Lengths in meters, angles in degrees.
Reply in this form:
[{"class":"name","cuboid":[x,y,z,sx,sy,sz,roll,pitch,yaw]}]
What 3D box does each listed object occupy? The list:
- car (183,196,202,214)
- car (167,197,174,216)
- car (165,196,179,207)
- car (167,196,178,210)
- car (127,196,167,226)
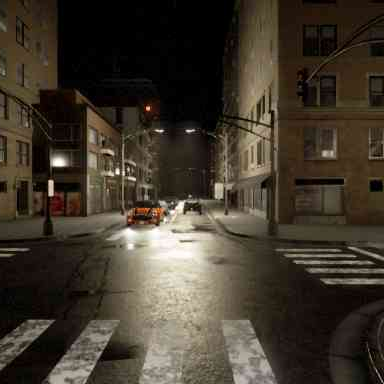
[{"class":"car","cuboid":[0.021,1.474,35.669,2.128,1.511,4.902,0,0,0]},{"class":"car","cuboid":[-3.163,1.532,32.514,2.033,1.411,5.357,0,0,0]},{"class":"car","cuboid":[-3.165,1.445,52.655,1.882,1.535,5.008,0,0,0]},{"class":"car","cuboid":[-3.177,1.328,42.299,2.097,1.767,4.553,0,0,0]},{"class":"car","cuboid":[-3.143,1.344,23.059,2.097,1.767,4.553,0,0,0]}]
